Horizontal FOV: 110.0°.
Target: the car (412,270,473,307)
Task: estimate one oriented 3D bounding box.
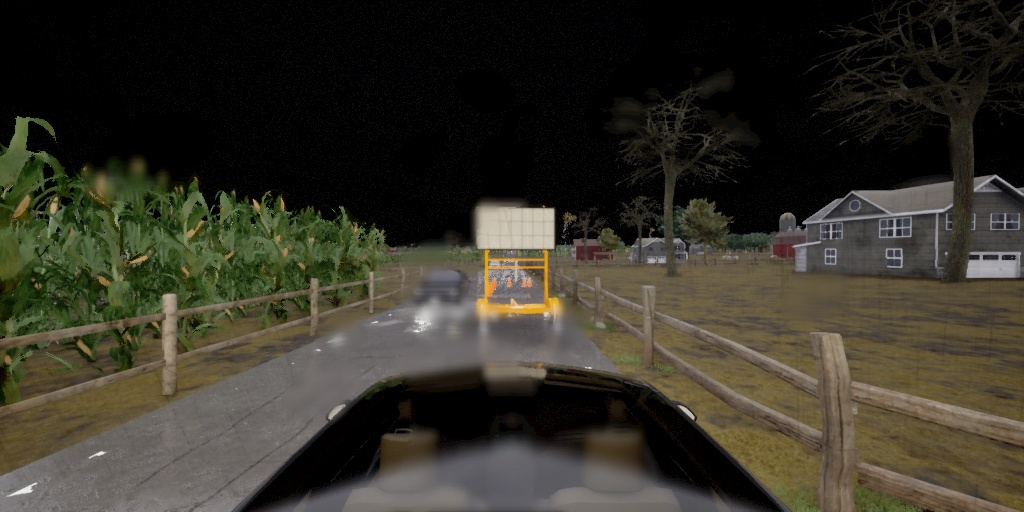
[{"bbox_3d":[-2.848,1.321,15.954,2.033,1.411,5.357,0,0,0],"label":"car"}]

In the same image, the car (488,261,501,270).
[{"bbox_3d":[-2.832,1.485,57.861,1.812,1.442,4.674,0,-1,0],"label":"car"}]

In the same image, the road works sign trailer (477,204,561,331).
[{"bbox_3d":[0.122,0.227,11.047,2.380,3.560,2.880,0,0,-5],"label":"road works sign trailer"}]
